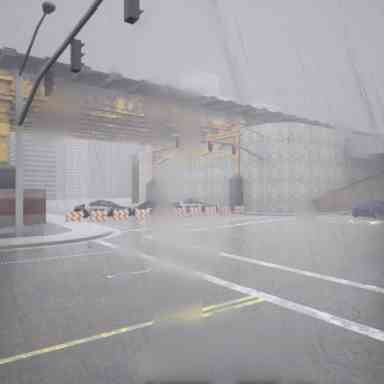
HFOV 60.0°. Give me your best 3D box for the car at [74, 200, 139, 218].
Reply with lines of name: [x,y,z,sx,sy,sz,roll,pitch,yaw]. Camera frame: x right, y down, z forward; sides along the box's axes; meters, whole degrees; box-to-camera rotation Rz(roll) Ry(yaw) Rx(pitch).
car: [-7.509,1.453,28.824,4.974,1.542,2.038,0,0,8]

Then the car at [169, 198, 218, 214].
car: [0.142,1.453,35.273,4.974,1.542,2.038,0,0,-7]

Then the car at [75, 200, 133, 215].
car: [-7.560,1.295,28.831,4.536,1.218,1.853,0,0,8]

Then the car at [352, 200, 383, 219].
car: [15.849,1.478,28.934,5.008,1.535,1.882,0,0,-37]

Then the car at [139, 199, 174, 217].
car: [-3.766,1.453,31.511,2.038,1.542,4.974,0,0,18]

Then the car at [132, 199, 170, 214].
car: [-3.750,1.295,31.561,1.853,1.218,4.536,0,0,18]

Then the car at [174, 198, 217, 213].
car: [0.091,1.295,35.267,4.536,1.218,1.853,0,0,-7]
